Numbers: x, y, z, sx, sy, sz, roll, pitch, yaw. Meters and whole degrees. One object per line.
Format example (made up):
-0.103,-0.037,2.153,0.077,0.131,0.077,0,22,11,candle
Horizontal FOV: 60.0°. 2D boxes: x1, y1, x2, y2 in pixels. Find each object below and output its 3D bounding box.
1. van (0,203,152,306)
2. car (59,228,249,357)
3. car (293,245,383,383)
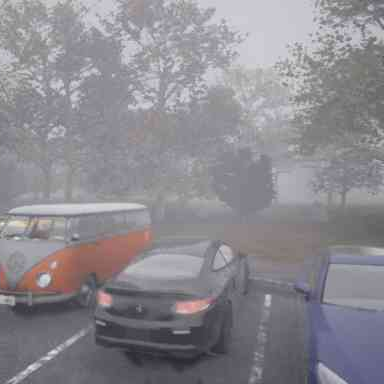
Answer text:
-2.494,1.256,7.702,1.878,1.987,4.442,1,-1,15,van
-0.040,1.525,6.106,2.002,1.452,4.674,0,-1,15,car
2.361,1.526,4.384,2.002,1.452,4.674,1,0,16,car
